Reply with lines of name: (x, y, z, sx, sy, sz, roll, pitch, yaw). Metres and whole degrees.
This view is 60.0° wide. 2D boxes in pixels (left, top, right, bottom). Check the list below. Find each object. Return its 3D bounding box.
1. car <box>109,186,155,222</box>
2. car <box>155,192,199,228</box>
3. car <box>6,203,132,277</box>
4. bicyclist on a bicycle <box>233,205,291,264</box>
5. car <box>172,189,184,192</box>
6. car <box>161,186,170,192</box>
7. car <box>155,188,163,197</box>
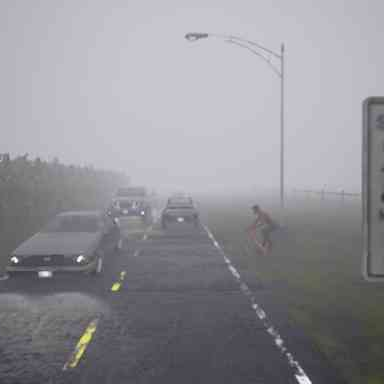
car: (-3.734, 0.658, 20.840, 2.150, 2.045, 5.566, 0, 1, -3)
car: (-0.651, 0.997, 17.904, 2.128, 1.511, 4.902, 0, 2, -3)
car: (-3.234, 1.285, 9.720, 2.033, 1.411, 5.357, 0, 2, -3)
bicyclist on a bicycle: (1.941, 1.174, 9.218, 1.656, 1.620, 0.582, -1, 2, -3)
car: (-2.020, 0.278, 48.139, 1.895, 1.301, 4.718, 0, 1, -3)
car: (-6.215, -0.710, 77.707, 1.837, 1.490, 4.892, 0, 2, -3)
car: (-4.208, 0.616, 32.161, 2.128, 1.511, 4.902, 0, 2, -2)
